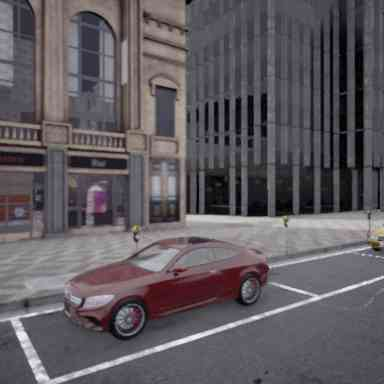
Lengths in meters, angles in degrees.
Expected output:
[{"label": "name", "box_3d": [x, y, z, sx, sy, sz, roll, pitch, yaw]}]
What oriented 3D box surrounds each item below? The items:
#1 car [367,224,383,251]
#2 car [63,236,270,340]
[{"label": "car", "box_3d": [8.535, 1.481, 12.740, 4.829, 1.417, 1.752, 0, 0, -36]}, {"label": "car", "box_3d": [-0.261, 1.572, 6.464, 4.206, 1.307, 1.802, 0, 0, -36]}]
